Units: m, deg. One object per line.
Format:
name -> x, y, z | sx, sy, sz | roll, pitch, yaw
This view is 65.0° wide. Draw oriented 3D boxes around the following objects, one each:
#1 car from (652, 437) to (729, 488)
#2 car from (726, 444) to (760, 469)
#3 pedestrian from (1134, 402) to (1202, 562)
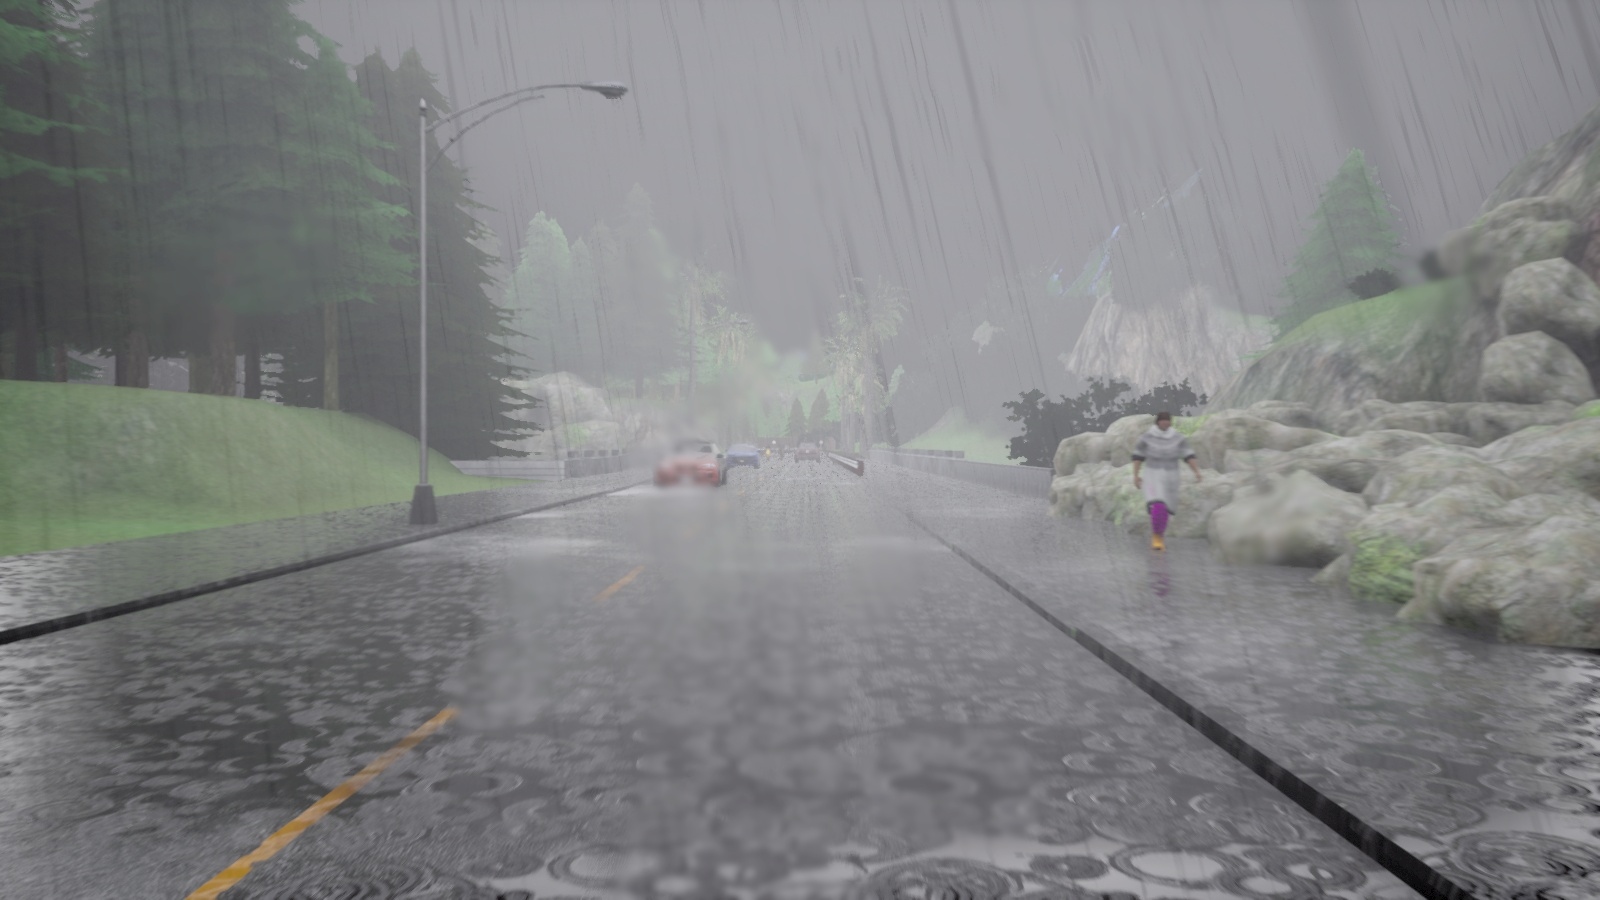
car -> -3.737, 0.397, 43.519 | 2.242, 1.667, 4.611 | 0, 0, 0
car -> -3.534, 0.378, 78.412 | 1.882, 1.535, 5.008 | 0, 0, 0
pedestrian -> 4.636, 0.391, 15.870 | 0.659, 1.952, 0.873 | 0, 0, 5
